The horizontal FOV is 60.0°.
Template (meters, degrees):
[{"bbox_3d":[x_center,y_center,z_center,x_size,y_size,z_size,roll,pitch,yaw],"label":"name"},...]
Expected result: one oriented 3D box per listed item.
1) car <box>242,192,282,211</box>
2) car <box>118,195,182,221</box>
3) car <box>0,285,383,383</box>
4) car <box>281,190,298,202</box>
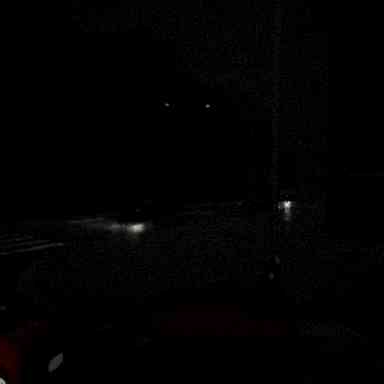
[{"bbox_3d":[6.055,0.868,29.449,1.994,1.385,4.181,1,2,35],"label":"car"},{"bbox_3d":[-2.681,0.973,22.240,1.882,1.535,5.008,1,2,35],"label":"car"},{"bbox_3d":[-0.043,1.539,2.821,4.507,1.381,1.887,0,1,35],"label":"car"},{"bbox_3d":[12.355,0.434,43.363,1.812,1.442,4.674,1,2,36],"label":"car"}]
